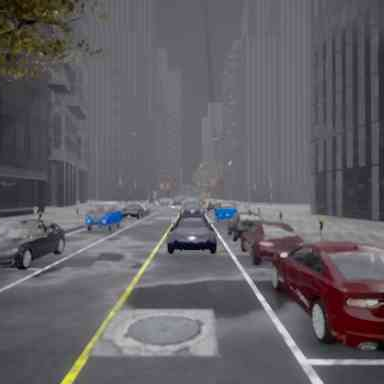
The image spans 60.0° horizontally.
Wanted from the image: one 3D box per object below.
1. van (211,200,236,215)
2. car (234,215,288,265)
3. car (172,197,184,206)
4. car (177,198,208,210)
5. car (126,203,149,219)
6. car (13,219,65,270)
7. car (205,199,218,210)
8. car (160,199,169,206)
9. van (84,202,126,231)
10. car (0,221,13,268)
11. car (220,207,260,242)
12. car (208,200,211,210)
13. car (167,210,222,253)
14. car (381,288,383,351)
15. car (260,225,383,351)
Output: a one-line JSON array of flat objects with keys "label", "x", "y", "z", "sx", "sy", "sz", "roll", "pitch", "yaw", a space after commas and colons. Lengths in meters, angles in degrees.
[{"label": "van", "x": 2.783, "y": 1.608, "z": 28.025, "sx": 1.690, "sy": 1.788, "sz": 3.998, "roll": 0, "pitch": -1, "yaw": 0}, {"label": "car", "x": 2.772, "y": 1.693, "z": 11.784, "sx": 1.802, "sy": 1.307, "sz": 4.206, "roll": 0, "pitch": -1, "yaw": 0}, {"label": "car", "x": -2.957, "y": 2.260, "z": 67.951, "sx": 1.895, "sy": 1.301, "sz": 4.718, "roll": 0, "pitch": -1, "yaw": 0}, {"label": "car", "x": 0.022, "y": 1.627, "z": 29.071, "sx": 2.097, "sy": 1.767, "sz": 4.553, "roll": 0, "pitch": -1, "yaw": 0}, {"label": "car", "x": -5.739, "y": 1.876, "z": 32.464, "sx": 1.947, "sy": 1.339, "sz": 4.313, "roll": 0, "pitch": -1, "yaw": 0}, {"label": "car", "x": -5.753, "y": 1.657, "z": 11.310, "sx": 2.008, "sy": 1.369, "sz": 4.403, "roll": 0, "pitch": -1, "yaw": 0}, {"label": "car", "x": 3.176, "y": 2.006, "z": 54.534, "sx": 1.882, "sy": 1.535, "sz": 5.008, "roll": 0, "pitch": -1, "yaw": 0}, {"label": "car", "x": -5.716, "y": 2.229, "z": 69.247, "sx": 2.008, "sy": 1.369, "sz": 4.403, "roll": 0, "pitch": -1, "yaw": 0}, {"label": "van", "x": -5.746, "y": 1.549, "z": 21.890, "sx": 1.690, "sy": 1.788, "sz": 3.998, "roll": 0, "pitch": -1, "yaw": 0}, {"label": "car", "x": -5.756, "y": 1.372, "z": 6.024, "sx": 2.192, "sy": 1.841, "sz": 5.009, "roll": 0, "pitch": -1, "yaw": 0}, {"label": "car", "x": 2.776, "y": 1.713, "z": 17.197, "sx": 2.008, "sy": 1.369, "sz": 4.403, "roll": 0, "pitch": -1, "yaw": 0}, {"label": "car", "x": 3.180, "y": 1.984, "z": 47.534, "sx": 1.812, "sy": 1.442, "sz": 4.674, "roll": 0, "pitch": -1, "yaw": 0}, {"label": "car", "x": 0.012, "y": 1.699, "z": 14.304, "sx": 1.994, "sy": 1.385, "sz": 4.181, "roll": 0, "pitch": -1, "yaw": 0}, {"label": "car", "x": 2.765, "y": 1.576, "z": 0.958, "sx": 1.947, "sy": 1.339, "sz": 4.313, "roll": 0, "pitch": -1, "yaw": 0}, {"label": "car", "x": 2.769, "y": 1.605, "z": 6.371, "sx": 1.887, "sy": 1.381, "sz": 4.507, "roll": 0, "pitch": -1, "yaw": 0}]
